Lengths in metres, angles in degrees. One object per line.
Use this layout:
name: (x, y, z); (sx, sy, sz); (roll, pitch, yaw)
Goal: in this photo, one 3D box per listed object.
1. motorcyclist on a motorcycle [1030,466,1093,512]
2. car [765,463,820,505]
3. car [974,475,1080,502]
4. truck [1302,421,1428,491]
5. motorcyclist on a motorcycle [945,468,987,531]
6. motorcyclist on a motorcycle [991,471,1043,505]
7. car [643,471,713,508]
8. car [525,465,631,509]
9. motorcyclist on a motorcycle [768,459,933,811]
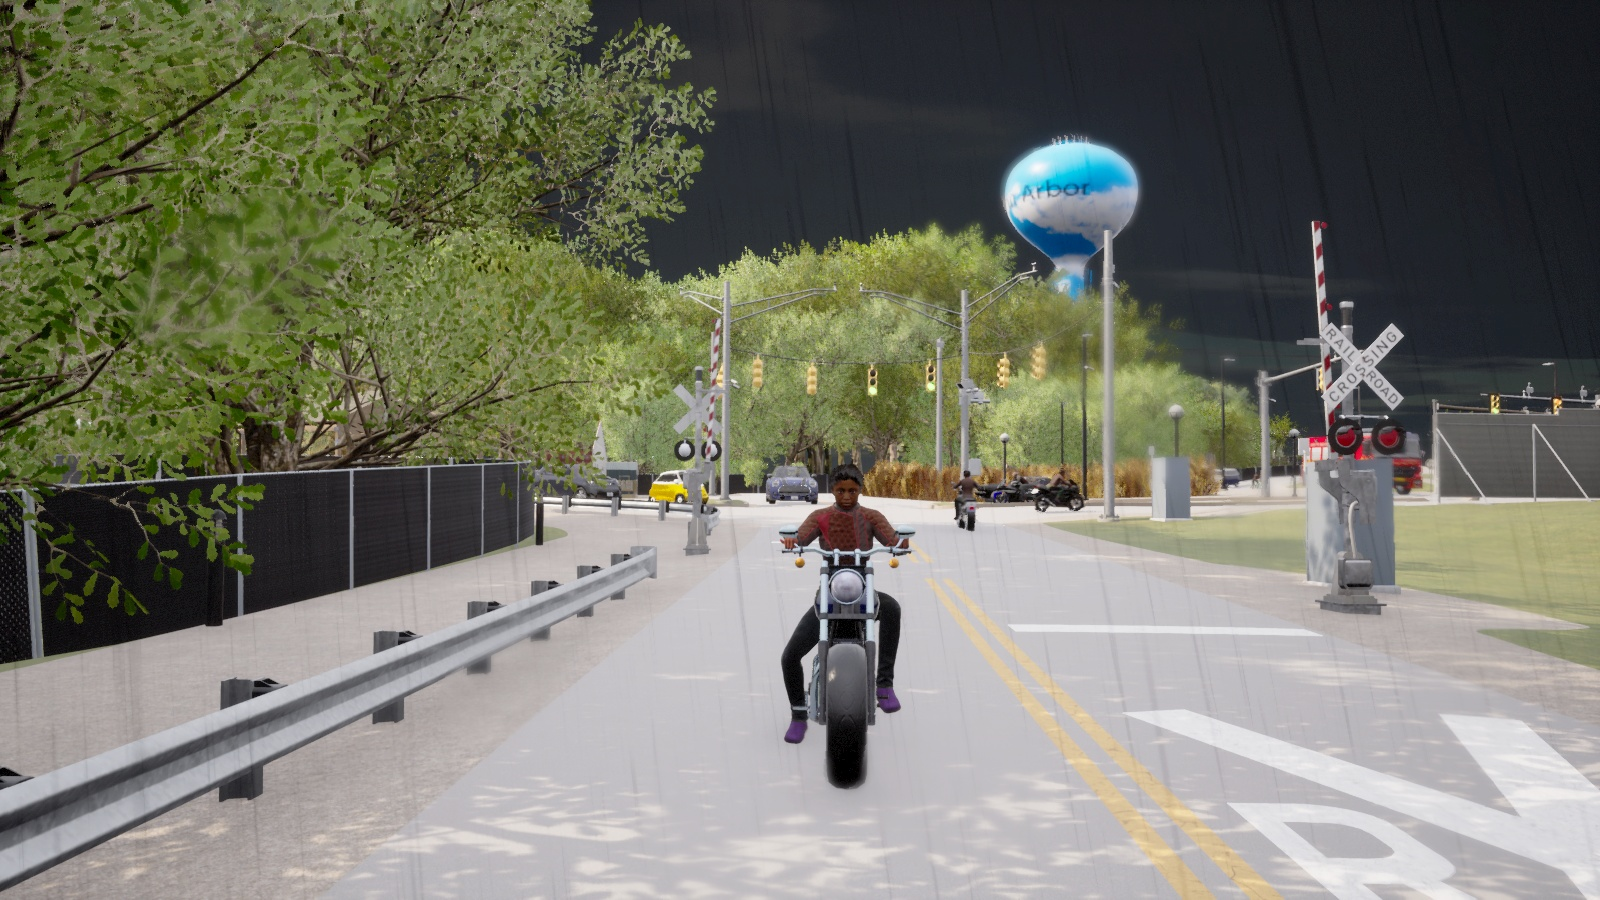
motorcyclist on a motorcycle: (9.175, 1.363, 44.104); (2.044, 1.523, 0.797); (-1, 1, -20)
car: (-0.370, 1.471, 55.251); (2.097, 1.767, 4.553); (0, -1, -4)
car: (10.909, 1.856, 60.601); (4.718, 1.301, 1.895); (0, -1, -4)
truck: (32.607, 0.410, 72.906); (2.891, 3.827, 8.468); (0, -1, -5)
motorcyclist on a motorcycle: (4.450, 1.304, 33.837); (0.766, 1.649, 2.350); (1, -1, -1)
motorcyclist on a motorcycle: (9.859, 1.731, 57.018); (2.191, 1.530, 0.866); (0, -1, -4)
car: (-4.653, 1.503, 47.848); (2.207, 1.376, 1.481); (-2, -3, 34)
car: (-7.949, 1.329, 44.832); (3.633, 1.501, 1.845); (-1, -3, 41)
motorcyclist on a motorcycle: (0.270, 0.884, 7.085); (0.766, 1.649, 2.350); (0, -1, 2)
